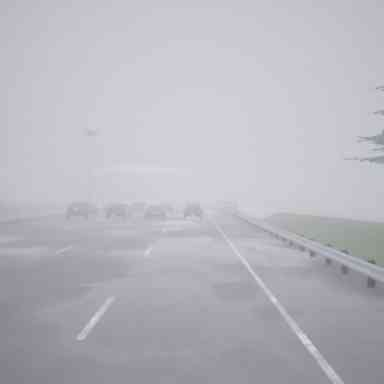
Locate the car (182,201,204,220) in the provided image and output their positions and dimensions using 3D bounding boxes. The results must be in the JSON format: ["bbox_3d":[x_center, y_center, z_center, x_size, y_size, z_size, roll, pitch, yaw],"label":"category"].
[{"bbox_3d":[0.097,1.778,31.688,1.837,1.490,4.892,0,0,0],"label":"car"}]

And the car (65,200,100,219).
[{"bbox_3d":[-10.403,1.608,31.892,2.097,1.767,4.553,0,-1,0],"label":"car"}]

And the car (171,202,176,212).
[{"bbox_3d":[-3.326,1.899,44.224,1.812,1.442,4.674,0,0,1],"label":"car"}]

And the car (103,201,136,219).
[{"bbox_3d":[-6.903,1.767,31.713,1.837,1.490,4.892,0,0,0],"label":"car"}]

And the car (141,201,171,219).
[{"bbox_3d":[-3.398,1.835,32.196,1.994,1.385,4.181,0,0,0],"label":"car"}]

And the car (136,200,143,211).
[{"bbox_3d":[-6.830,1.872,43.869,1.837,1.490,4.892,0,0,1],"label":"car"}]

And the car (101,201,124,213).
[{"bbox_3d":[-10.328,1.922,43.755,1.994,1.385,4.181,0,0,0],"label":"car"}]

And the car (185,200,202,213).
[{"bbox_3d":[0.170,1.869,43.865,2.128,1.511,4.902,0,0,1],"label":"car"}]
